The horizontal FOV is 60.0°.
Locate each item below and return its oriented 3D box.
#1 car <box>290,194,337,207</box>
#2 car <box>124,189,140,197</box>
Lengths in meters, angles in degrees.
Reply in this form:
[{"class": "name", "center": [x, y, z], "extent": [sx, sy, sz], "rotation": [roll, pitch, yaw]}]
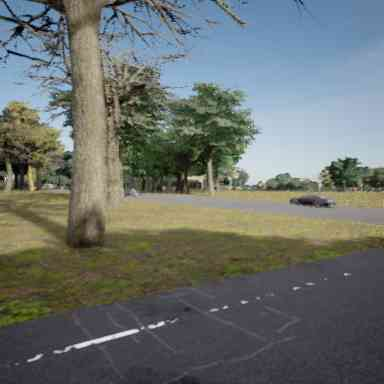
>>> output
[{"class": "car", "center": [13.972, 0.950, 38.598], "extent": [2.033, 1.411, 5.357], "rotation": [-1, 2, -35]}, {"class": "car", "center": [-11.289, 0.167, 62.389], "extent": [1.812, 1.442, 4.674], "rotation": [-1, 2, -33]}]
